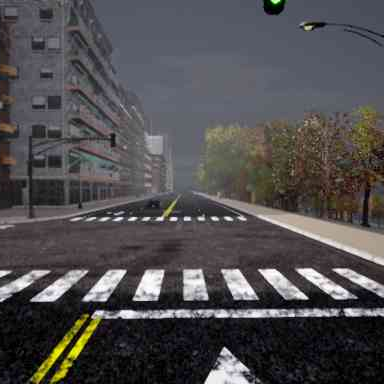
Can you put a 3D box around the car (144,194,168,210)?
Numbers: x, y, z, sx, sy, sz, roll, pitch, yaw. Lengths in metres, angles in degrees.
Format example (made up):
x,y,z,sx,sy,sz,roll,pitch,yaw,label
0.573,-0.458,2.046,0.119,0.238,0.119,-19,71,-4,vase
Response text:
x,y,z,sx,sy,sz,roll,pitch,yaw,label
-4.100,1.254,36.952,1.994,1.385,4.181,0,1,-1,car

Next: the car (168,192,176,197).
x,y,z,sx,sy,sz,roll,pitch,yaw,label
-5.184,0.650,84.077,1.994,1.385,4.181,0,0,-1,car
